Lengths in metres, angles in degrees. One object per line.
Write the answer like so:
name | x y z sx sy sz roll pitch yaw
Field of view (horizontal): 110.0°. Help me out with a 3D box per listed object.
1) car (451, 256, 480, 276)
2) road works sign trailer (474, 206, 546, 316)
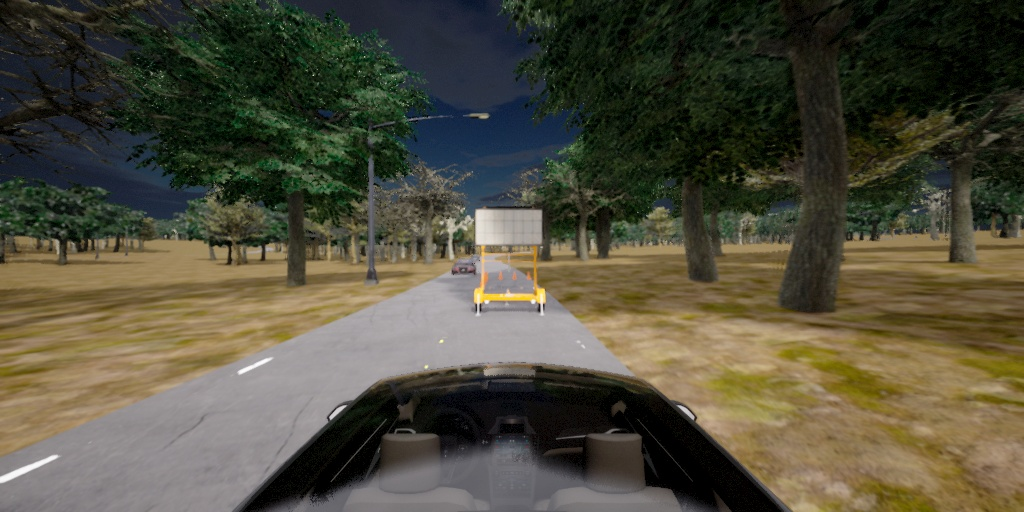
car | -3.986 0.912 30.505 1.994 1.385 4.181 0 1 -3
road works sign trailer | -0.102 0.054 12.650 2.380 3.560 2.880 0 0 -2
